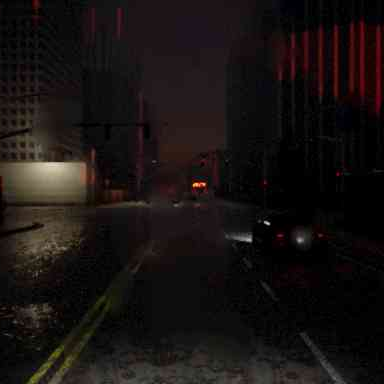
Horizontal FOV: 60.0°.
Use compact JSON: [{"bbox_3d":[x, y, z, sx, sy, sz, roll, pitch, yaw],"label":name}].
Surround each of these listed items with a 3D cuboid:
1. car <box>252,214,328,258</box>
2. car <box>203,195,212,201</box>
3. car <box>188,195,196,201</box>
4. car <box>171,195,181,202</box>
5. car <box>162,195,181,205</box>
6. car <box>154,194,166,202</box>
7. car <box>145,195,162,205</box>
[{"bbox_3d":[3.562,1.548,12.804,1.994,1.385,4.181,0,0,0],"label":"car"},{"bbox_3d":[3.479,1.296,74.869,1.812,1.442,4.674,0,0,0],"label":"car"},{"bbox_3d":[-0.021,1.312,74.868,2.033,1.411,5.357,0,0,0],"label":"car"},{"bbox_3d":[-3.521,1.409,73.361,1.895,1.301,4.718,0,0,0],"label":"car"},{"bbox_3d":[-3.562,1.285,58.572,2.097,1.767,4.553,0,0,1],"label":"car"},{"bbox_3d":[-7.021,1.324,73.948,2.128,1.511,4.902,0,0,0],"label":"car"},{"bbox_3d":[-7.059,1.424,58.625,2.128,1.511,4.902,0,0,1],"label":"car"}]
